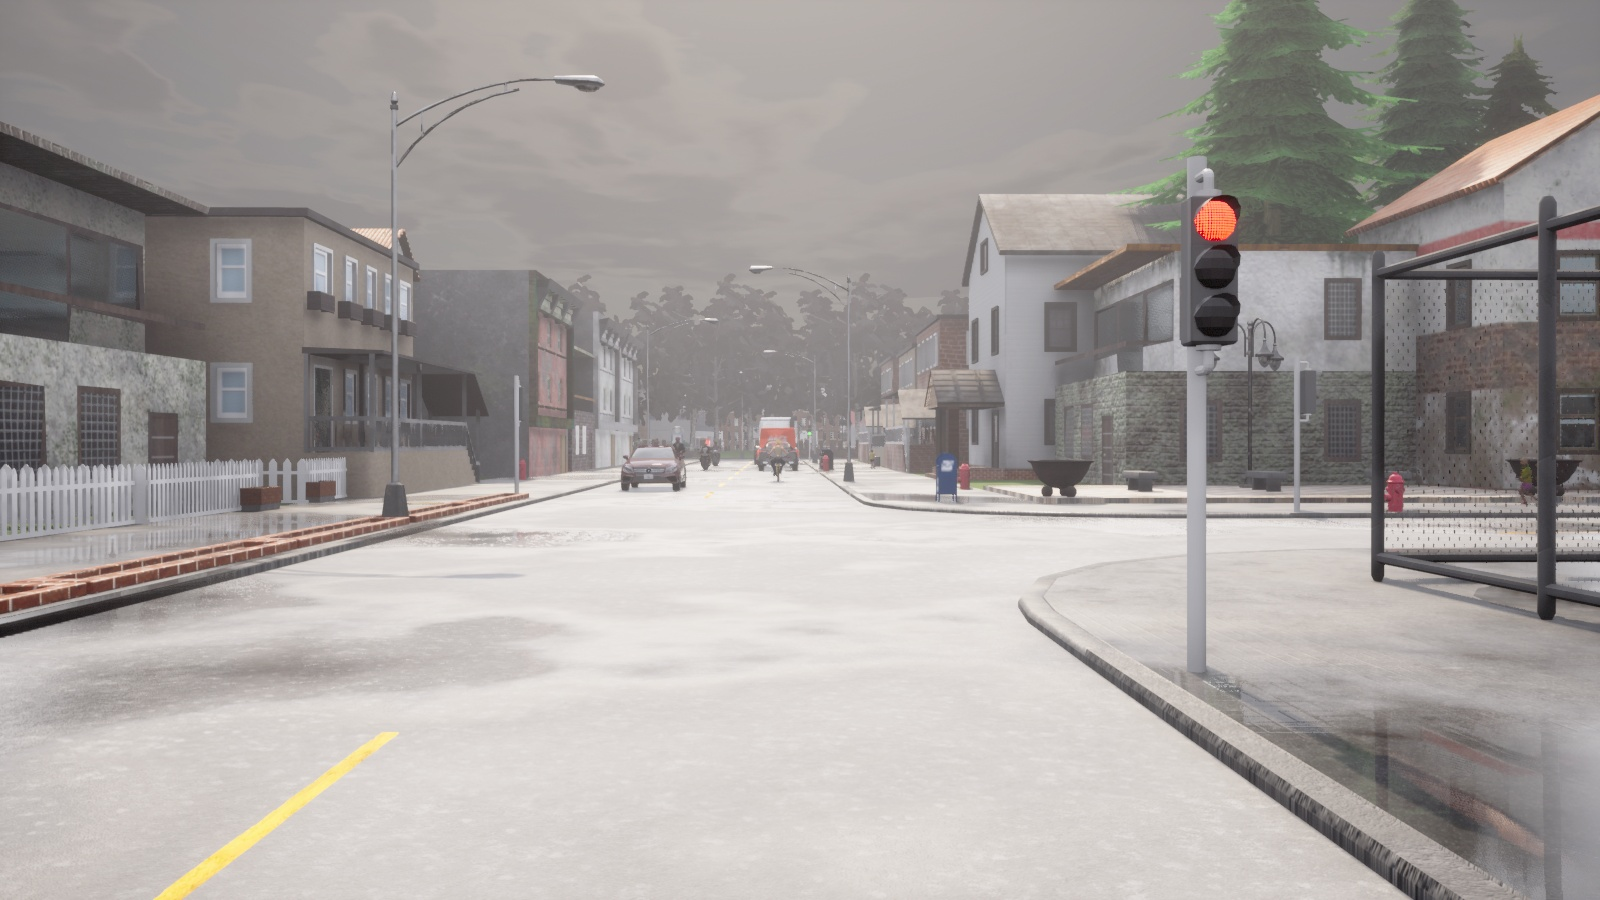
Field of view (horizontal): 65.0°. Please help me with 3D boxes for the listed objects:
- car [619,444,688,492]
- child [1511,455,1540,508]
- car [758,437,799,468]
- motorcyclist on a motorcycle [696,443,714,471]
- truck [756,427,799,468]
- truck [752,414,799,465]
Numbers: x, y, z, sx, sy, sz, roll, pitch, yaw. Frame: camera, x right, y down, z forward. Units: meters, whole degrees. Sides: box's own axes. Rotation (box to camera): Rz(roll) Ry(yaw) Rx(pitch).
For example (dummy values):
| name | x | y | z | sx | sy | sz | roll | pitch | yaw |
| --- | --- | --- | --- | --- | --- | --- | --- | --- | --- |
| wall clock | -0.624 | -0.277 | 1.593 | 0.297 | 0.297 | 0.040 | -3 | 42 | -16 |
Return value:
| name | x | y | z | sx | sy | sz | roll | pitch | yaw |
| --- | --- | --- | --- | --- | --- | --- | --- | --- | --- |
| car | -4.706 | 0.538 | 40.827 | 1.812 | 1.442 | 4.674 | 0 | 0 | -2 |
| child | 16.034 | 0.692 | 27.761 | 0.473 | 1.160 | 0.299 | 0 | 0 | -5 |
| car | -1.199 | 0.135 | 68.862 | 2.152 | 1.651 | 5.027 | 0 | 0 | -1 |
| motorcyclist on a motorcycle | -5.205 | 0.387 | 69.178 | 0.866 | 1.530 | 2.191 | 0 | 0 | -1 |
| truck | -1.380 | -0.181 | 78.602 | 2.627 | 2.467 | 5.204 | 0 | 1 | -1 |
| truck | -1.661 | -0.740 | 89.452 | 2.891 | 3.462 | 7.936 | 0 | 1 | 2 |
